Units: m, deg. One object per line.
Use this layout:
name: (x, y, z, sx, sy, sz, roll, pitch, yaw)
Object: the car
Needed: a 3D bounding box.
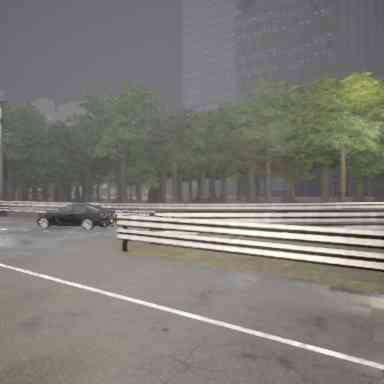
car: (-7.091, 1.457, 20.388, 5.008, 1.535, 1.882, 0, 0, 17)
